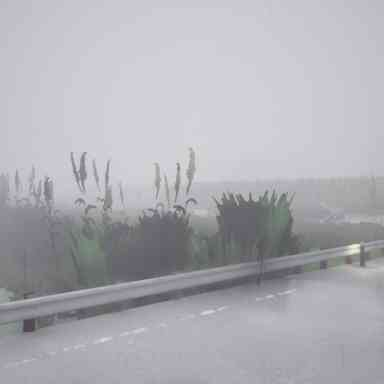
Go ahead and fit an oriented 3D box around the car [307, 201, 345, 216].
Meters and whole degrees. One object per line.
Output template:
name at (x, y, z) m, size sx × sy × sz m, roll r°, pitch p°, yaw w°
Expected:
car at (10.812, 1.569, 28.981) m, size 2.097 × 1.767 × 4.553 m, roll -1°, pitch 1°, yaw -43°
